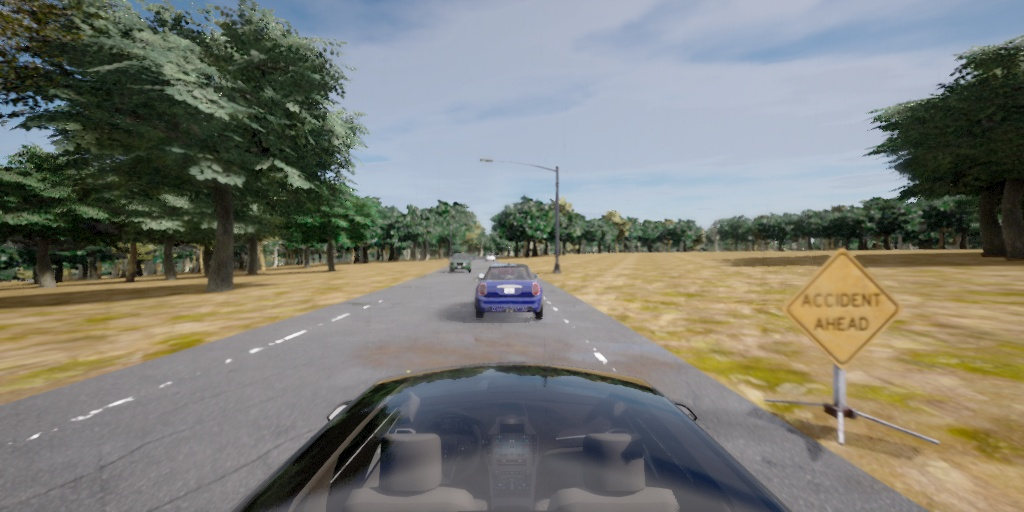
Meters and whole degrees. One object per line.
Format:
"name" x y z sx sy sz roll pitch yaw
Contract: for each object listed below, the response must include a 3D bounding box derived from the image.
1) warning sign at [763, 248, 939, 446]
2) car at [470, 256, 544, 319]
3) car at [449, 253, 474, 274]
"warning sign" 3.543 0.846 3.880 1.300 1.860 1.060 0 0 0
"car" -0.132 1.018 12.586 2.097 1.767 4.553 0 0 -2
"car" -5.380 0.734 37.956 2.150 2.045 5.566 0 0 -5
